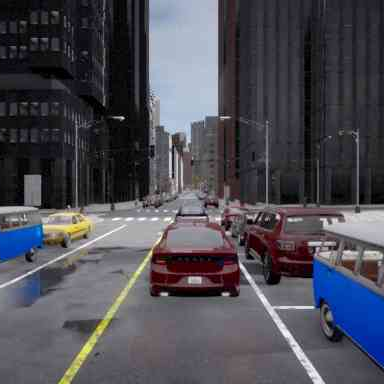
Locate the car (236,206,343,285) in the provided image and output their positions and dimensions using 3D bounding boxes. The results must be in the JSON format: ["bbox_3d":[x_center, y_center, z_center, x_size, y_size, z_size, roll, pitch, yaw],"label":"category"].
[{"bbox_3d":[2.756,1.315,9.434,2.192,1.841,5.009,0,0,0],"label":"car"}]

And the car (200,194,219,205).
[{"bbox_3d":[2.730,1.338,47.526,2.192,1.841,5.009,0,0,0],"label":"car"}]

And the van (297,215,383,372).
[{"bbox_3d":[2.760,1.341,3.908,1.690,1.788,3.998,0,0,0],"label":"van"}]

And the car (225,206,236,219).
[{"bbox_3d":[2.752,1.552,14.959,2.008,1.369,4.403,0,0,0],"label":"car"}]

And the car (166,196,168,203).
[{"bbox_3d":[-5.801,1.602,58.816,1.947,1.339,4.313,0,0,0],"label":"car"}]

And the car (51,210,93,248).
[{"bbox_3d":[-5.775,1.527,14.795,1.752,1.417,4.829,0,0,0],"label":"car"}]

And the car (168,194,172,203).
[{"bbox_3d":[-5.808,1.622,70.103,1.947,1.339,4.313,0,0,0],"label":"car"}]

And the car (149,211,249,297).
[{"bbox_3d":[0.062,1.478,8.623,1.882,1.535,5.008,0,0,0],"label":"car"}]

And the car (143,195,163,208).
[{"bbox_3d":[-5.795,1.338,47.530,2.192,1.841,5.009,0,0,0],"label":"car"}]

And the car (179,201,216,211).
[{"bbox_3d":[-0.009,1.495,19.032,2.128,1.511,4.902,0,0,0],"label":"car"}]

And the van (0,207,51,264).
[{"bbox_3d":[-5.774,1.342,9.441,1.690,1.788,3.998,0,0,0],"label":"van"}]

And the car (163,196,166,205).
[{"bbox_3d":[-5.799,1.344,53.173,2.192,1.841,5.009,0,0,0],"label":"car"}]

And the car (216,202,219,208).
[{"bbox_3d":[2.747,1.548,20.485,1.887,1.381,4.507,0,0,0],"label":"car"}]

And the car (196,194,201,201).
[{"bbox_3d":[2.706,1.642,87.032,1.887,1.381,4.507,0,0,0],"label":"car"}]

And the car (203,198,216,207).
[{"bbox_3d":[2.727,1.595,53.169,1.947,1.339,4.313,0,0,0],"label":"car"}]

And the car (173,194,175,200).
[{"bbox_3d":[-5.816,1.628,81.389,1.887,1.381,4.507,0,0,0],"label":"car"}]

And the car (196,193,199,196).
[{"bbox_3d":[2.703,1.678,92.677,1.947,1.339,4.313,0,0,0],"label":"car"}]
